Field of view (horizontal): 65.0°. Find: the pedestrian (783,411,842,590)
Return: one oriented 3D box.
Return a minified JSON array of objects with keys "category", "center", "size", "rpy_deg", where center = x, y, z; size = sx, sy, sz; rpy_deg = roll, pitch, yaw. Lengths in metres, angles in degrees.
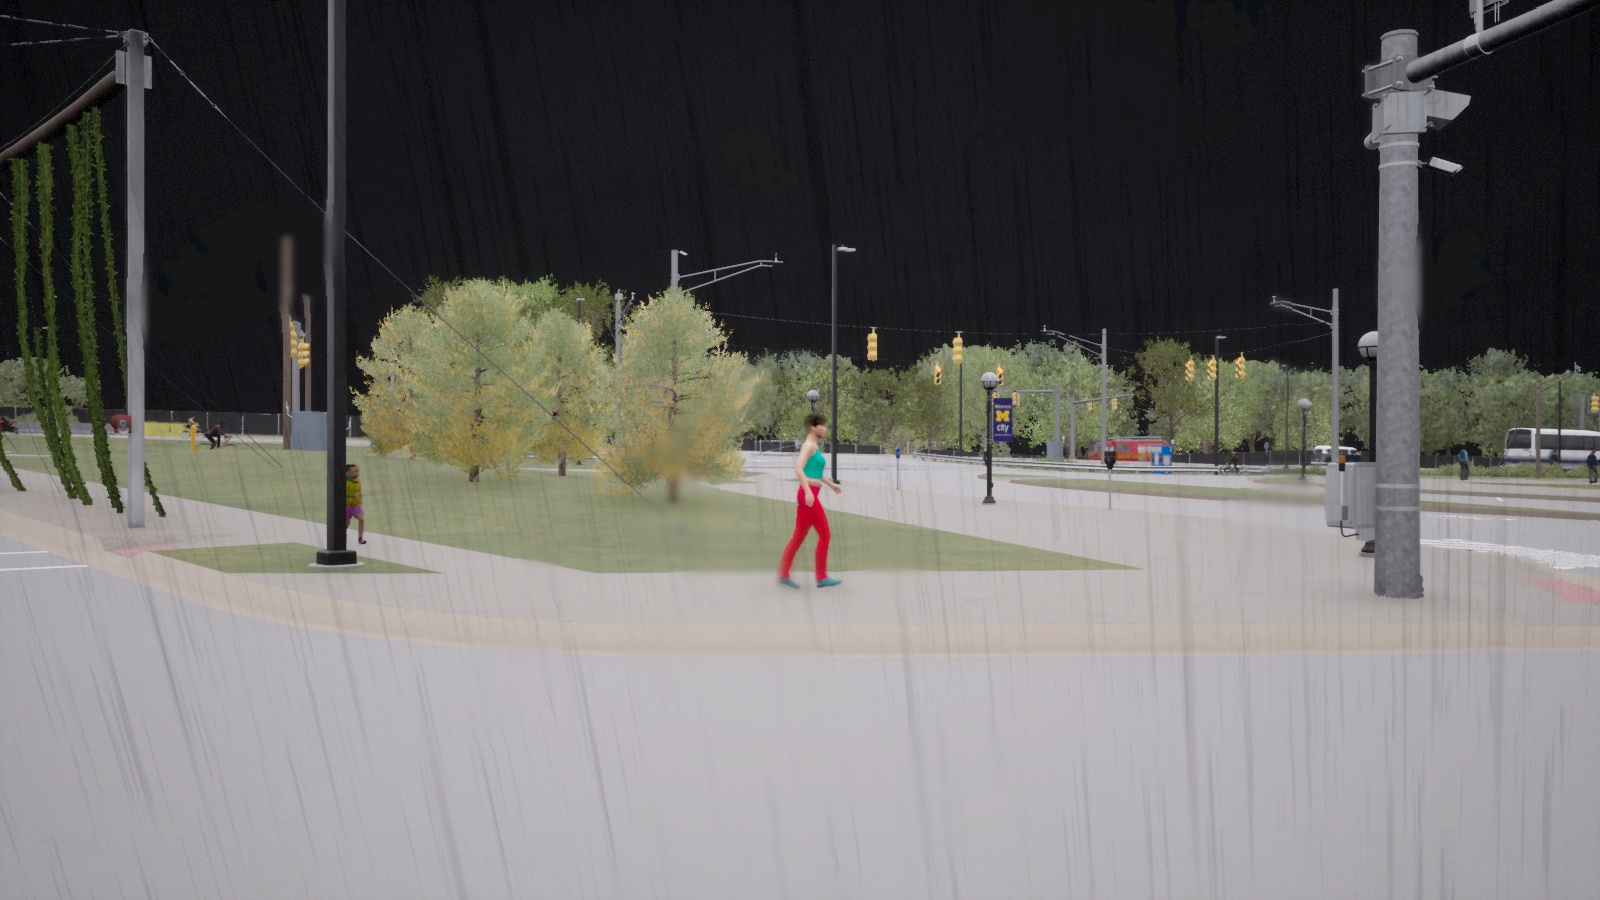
[{"category":"pedestrian","center":[0.132,0.515,13.037],"size":[0.594,1.836,0.345],"rpy_deg":[0,0,2]}]

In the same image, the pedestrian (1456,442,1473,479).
[{"category":"pedestrian","center":[34.435,0.532,65.060],"size":[0.692,1.930,0.396],"rpy_deg":[0,0,-18]}]

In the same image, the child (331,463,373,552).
[{"category":"child","center":[-5.927,0.752,16.612],"size":[0.473,1.160,0.299],"rpy_deg":[0,0,35]}]

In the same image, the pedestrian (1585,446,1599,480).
[{"category":"pedestrian","center":[42.624,0.708,67.465],"size":[0.726,1.842,0.402],"rpy_deg":[0,0,-18]}]
